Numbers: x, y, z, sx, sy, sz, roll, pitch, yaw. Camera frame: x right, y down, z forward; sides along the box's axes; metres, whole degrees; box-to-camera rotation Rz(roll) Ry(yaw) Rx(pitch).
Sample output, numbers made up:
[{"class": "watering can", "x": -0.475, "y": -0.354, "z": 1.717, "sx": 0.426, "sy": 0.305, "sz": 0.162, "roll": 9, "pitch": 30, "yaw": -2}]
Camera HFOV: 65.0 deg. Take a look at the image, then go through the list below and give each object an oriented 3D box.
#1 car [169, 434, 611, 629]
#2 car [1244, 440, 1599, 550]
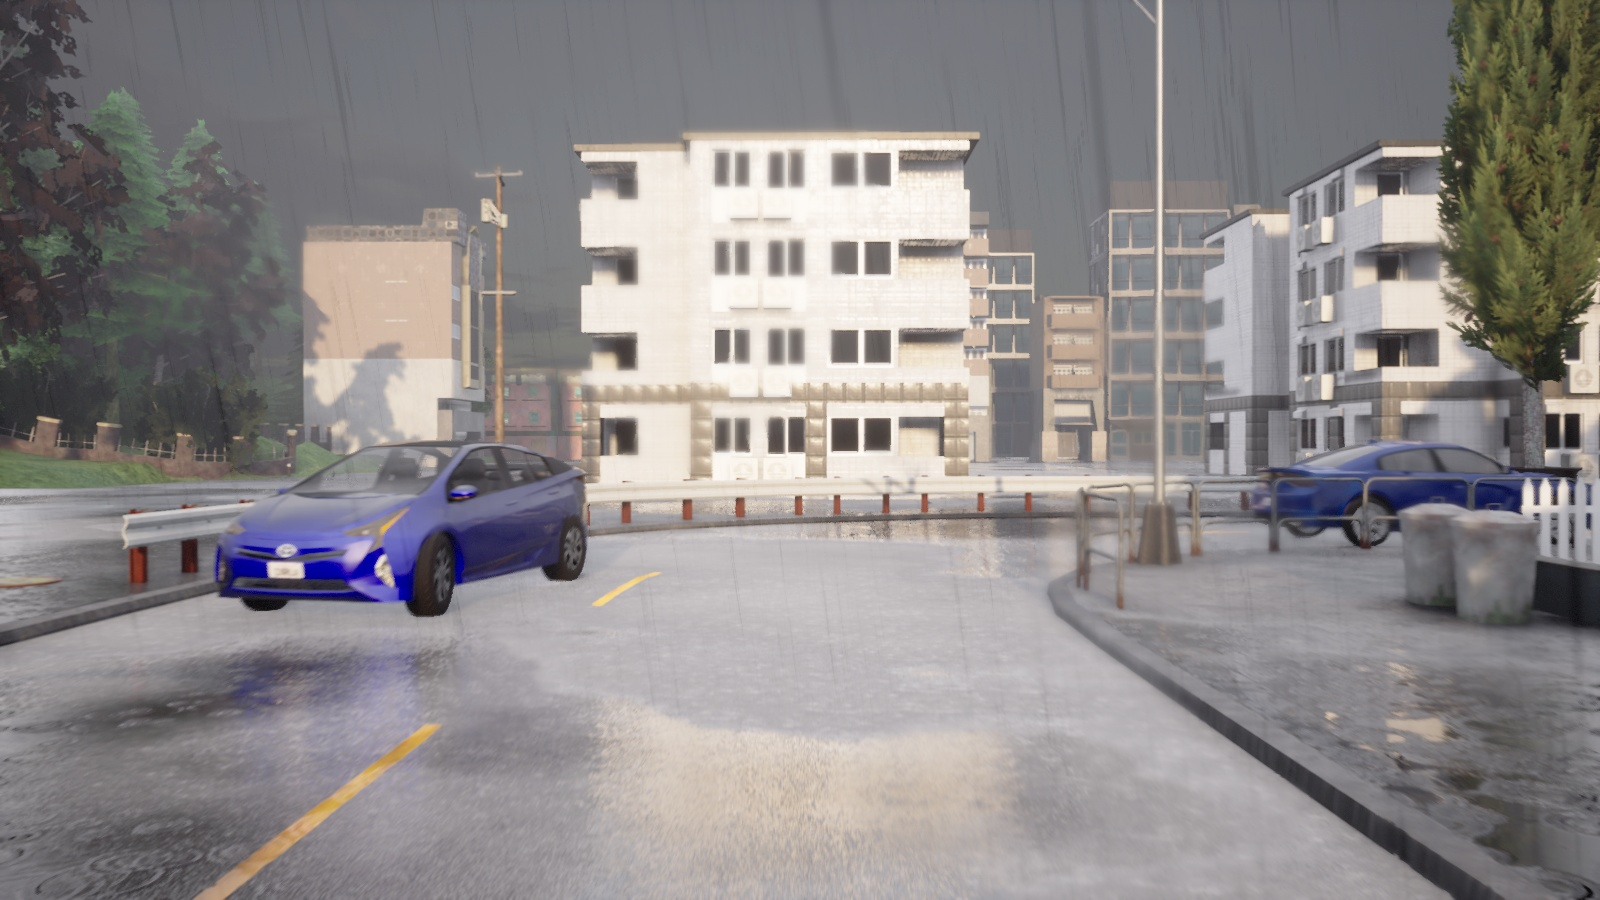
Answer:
[{"class": "car", "x": -3.655, "y": 0.622, "z": 12.247, "sx": 2.007, "sy": 1.525, "sz": 4.514, "roll": 0, "pitch": 0, "yaw": 14}, {"class": "car", "x": 9.480, "y": 0.626, "z": 18.830, "sx": 5.008, "sy": 1.535, "sz": 1.882, "roll": 0, "pitch": 0, "yaw": -7}]
